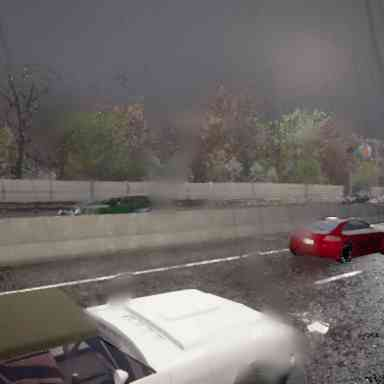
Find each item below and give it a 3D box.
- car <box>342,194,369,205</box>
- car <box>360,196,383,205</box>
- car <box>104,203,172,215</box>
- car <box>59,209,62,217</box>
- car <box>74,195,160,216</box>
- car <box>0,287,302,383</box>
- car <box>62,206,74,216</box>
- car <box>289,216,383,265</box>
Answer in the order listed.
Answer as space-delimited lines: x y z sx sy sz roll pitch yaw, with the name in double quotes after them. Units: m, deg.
26.088 1.282 52.647 5.566 2.045 2.150 0 0 -35 "car"
27.413 1.624 49.304 4.181 1.385 1.994 0 0 -35 "car"
-2.586 1.571 19.347 4.181 1.385 1.994 0 0 -35 "car"
-8.557 1.499 27.981 4.902 1.511 2.128 0 0 -36 "car"
-4.599 1.229 22.213 5.566 2.045 2.150 0 0 -36 "car"
-1.184 1.601 2.900 4.718 1.301 1.895 0 0 -36 "car"
-6.878 1.359 24.885 4.553 1.767 2.097 0 0 -36 "car"
5.397 1.573 11.901 4.181 1.385 1.994 0 0 -36 "car"
